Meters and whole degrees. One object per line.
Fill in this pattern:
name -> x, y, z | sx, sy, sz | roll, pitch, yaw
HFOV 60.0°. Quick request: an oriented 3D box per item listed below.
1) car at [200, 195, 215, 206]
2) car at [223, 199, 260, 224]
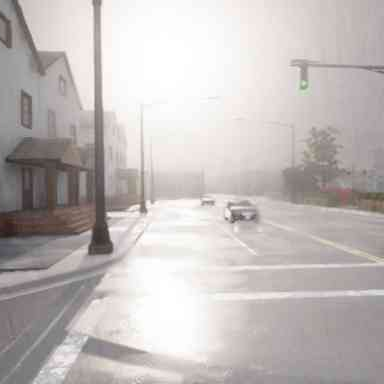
car -> 2.067, 1.128, 46.405 | 2.033, 1.411, 5.357 | -1, 1, -3
car -> 3.314, 1.270, 22.953 | 2.128, 1.511, 4.902 | -1, 0, -3
